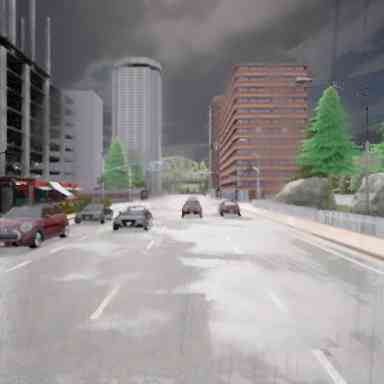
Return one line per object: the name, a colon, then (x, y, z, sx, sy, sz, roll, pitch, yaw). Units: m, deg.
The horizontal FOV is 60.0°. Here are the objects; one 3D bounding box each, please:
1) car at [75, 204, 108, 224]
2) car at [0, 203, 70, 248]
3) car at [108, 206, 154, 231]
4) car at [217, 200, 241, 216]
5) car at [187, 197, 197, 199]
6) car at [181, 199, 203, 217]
car: (-7.072, 1.550, 24.475, 1.994, 1.385, 4.181, 0, 0, 0)
car: (-7.095, 1.344, 14.548, 2.097, 1.767, 4.553, 0, 0, 0)
car: (-3.508, 1.554, 20.440, 1.994, 1.385, 4.181, 0, 0, 0)
car: (3.524, 1.507, 31.666, 1.812, 1.442, 4.674, 0, 0, 1)
car: (0.052, 1.480, 43.980, 1.837, 1.490, 4.892, 0, 0, 0)
car: (0.023, 1.583, 31.341, 1.895, 1.301, 4.718, 0, 0, 1)
